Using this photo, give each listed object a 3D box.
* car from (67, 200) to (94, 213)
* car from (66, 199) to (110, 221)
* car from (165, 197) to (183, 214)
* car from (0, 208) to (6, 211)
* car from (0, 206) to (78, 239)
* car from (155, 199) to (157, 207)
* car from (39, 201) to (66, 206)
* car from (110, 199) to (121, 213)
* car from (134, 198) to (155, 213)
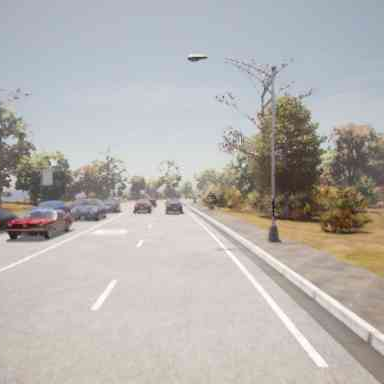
[{"bbox_3d":[-12.724,1.641,38.322,1.994,1.385,4.181,0,0,-4],"label":"car"},{"bbox_3d":[-8.415,1.378,27.376,2.097,1.767,4.553,0,0,-4],"label":"car"},{"bbox_3d":[-1.960,1.572,36.618,1.812,1.442,4.674,0,0,-4],"label":"car"},{"bbox_3d":[-11.349,1.582,18.561,1.994,1.385,4.181,0,0,-3],"label":"car"},{"bbox_3d":[-7.782,1.612,17.475,1.895,1.301,4.718,0,0,-3],"label":"car"},{"bbox_3d":[-6.686,1.639,53.964,1.882,1.535,5.008,0,0,-3],"label":"car"},{"bbox_3d":[-12.001,1.514,28.426,1.882,1.535,5.008,0,0,-4],"label":"car"},{"bbox_3d":[-9.150,1.557,37.436,2.128,1.511,4.902,0,0,-4],"label":"car"},{"bbox_3d":[-5.587,1.587,38.227,1.812,1.442,4.674,0,0,-4],"label":"car"}]
